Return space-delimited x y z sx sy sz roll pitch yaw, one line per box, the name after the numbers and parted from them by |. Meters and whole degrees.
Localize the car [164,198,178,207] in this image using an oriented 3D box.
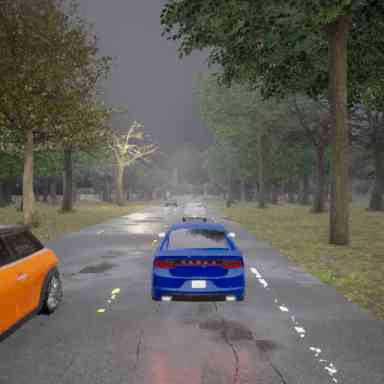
-3.339 1.690 54.181 1.837 1.490 4.892 0 -1 1 | car

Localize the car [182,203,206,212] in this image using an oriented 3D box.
0.187 1.580 26.879 1.812 1.442 4.674 0 0 0 | car

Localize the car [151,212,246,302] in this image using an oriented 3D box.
0.129 1.485 8.366 1.882 1.535 5.008 0 0 0 | car

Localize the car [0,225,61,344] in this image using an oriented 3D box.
-3.584 1.355 4.540 2.097 1.767 4.553 0 0 0 | car
